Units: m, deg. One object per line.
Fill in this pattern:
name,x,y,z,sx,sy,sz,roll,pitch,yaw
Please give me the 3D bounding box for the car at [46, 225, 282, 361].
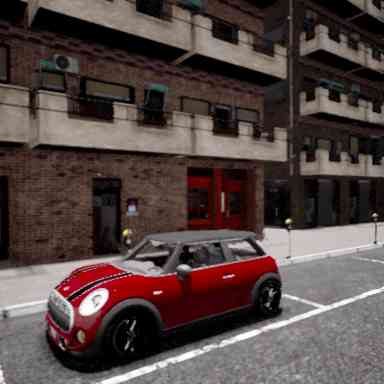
car,-0.336,1.458,5.872,4.097,1.590,1.967,0,-1,-36
